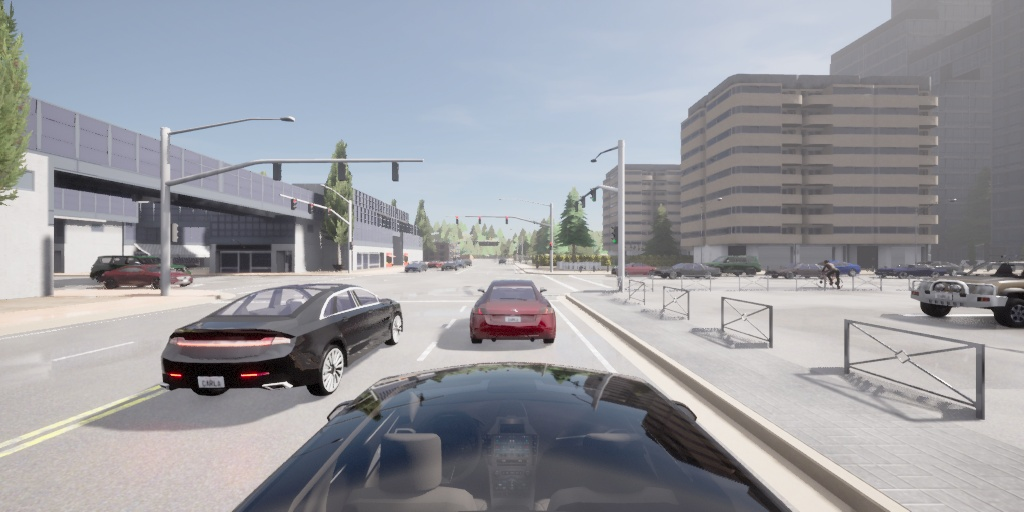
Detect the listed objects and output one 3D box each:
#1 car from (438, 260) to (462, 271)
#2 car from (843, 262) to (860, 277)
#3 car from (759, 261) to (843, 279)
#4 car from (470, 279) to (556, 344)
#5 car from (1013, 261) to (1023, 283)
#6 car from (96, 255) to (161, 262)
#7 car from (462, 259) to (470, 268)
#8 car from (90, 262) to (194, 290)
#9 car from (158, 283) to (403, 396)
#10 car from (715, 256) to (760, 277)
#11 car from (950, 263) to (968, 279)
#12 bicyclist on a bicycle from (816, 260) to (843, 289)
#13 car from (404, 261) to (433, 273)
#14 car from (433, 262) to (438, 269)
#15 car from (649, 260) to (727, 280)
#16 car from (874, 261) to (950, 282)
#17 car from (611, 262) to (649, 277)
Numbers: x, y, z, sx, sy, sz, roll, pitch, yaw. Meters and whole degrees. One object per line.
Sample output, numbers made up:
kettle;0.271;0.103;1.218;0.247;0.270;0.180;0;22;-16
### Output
car;-8.369;1.314;48.935;1.994;1.385;4.181;0;0;-2
car;31.111;1.228;35.150;5.008;1.535;1.882;0;0;-2
car;25.302;1.297;31.479;5.357;1.411;2.033;0;0;-2
car;0.010;1.314;9.623;1.994;1.385;4.181;0;0;0
car;43.298;1.314;28.363;4.181;1.385;1.994;0;0;-1
car;-26.441;0.972;25.579;5.566;2.045;2.150;0;0;-1
car;-8.633;1.297;59.232;2.033;1.411;5.357;0;0;-1
car;-22.534;1.276;22.188;4.674;1.442;1.812;0;0;0
car;-3.475;1.242;6.564;2.128;1.511;4.902;0;0;0
car;21.085;0.971;34.857;5.566;2.045;2.150;0;0;-2
car;41.227;1.255;35.414;4.892;1.490;1.837;0;0;-1
bicyclist on a bicycle;17.925;1.052;20.271;0.582;1.620;1.656;0;0;-2
car;-11.770;1.297;44.479;2.033;1.411;5.357;0;0;-1
car;-12.033;1.351;55.057;1.895;1.301;4.718;0;0;-1
car;15.232;1.297;31.179;5.357;1.411;2.033;0;0;-2
car;35.165;1.351;31.761;4.718;1.301;1.895;0;0;-2
car;11.742;1.314;34.576;4.181;1.385;1.994;0;0;-2
